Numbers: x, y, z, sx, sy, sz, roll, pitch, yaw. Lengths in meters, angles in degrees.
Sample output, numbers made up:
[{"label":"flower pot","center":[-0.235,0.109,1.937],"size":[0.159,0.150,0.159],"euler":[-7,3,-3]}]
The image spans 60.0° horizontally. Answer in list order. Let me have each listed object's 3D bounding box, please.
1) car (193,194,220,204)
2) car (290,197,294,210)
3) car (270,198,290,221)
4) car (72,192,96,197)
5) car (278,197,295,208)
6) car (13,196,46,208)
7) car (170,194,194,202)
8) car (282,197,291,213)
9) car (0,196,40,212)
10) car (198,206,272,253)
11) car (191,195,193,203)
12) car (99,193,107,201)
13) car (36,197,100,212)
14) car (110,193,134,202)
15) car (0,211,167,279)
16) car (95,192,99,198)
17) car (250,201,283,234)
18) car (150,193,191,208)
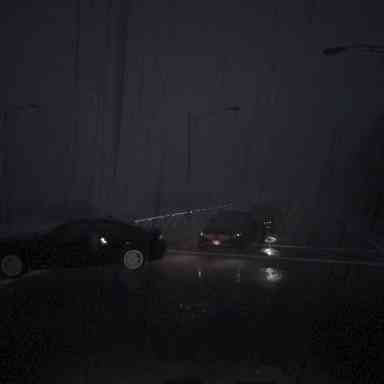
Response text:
[{"label":"car","center":[1.727,1.126,56.763],"size":[5.027,1.636,2.152],"euler":[0,0,19]},{"label":"car","center":[9.830,1.544,36.525],"size":[1.994,1.385,4.181],"euler":[0,0,19]},{"label":"car","center":[5.901,1.475,24.927],"size":[2.128,1.511,4.902],"euler":[0,0,19]},{"label":"car","center":[-18.401,1.249,53.739],"size":[4.514,1.523,2.007],"euler":[0,0,19]},{"label":"car","center":[13.596,1.468,47.653],"size":[2.128,1.511,4.902],"euler":[0,0,19]},{"label":"car","center":[-21.645,1.273,44.288],"size":[3.633,1.501,1.845],"euler":[0,0,19]},{"label":"car","center":[-2.024,1.258,68.675],"size":[4.514,1.523,2.007],"euler":[0,0,19]},{"label":"car","center":[7.785,1.487,30.488],"size":[1.837,1.490,4.892],"euler":[0,0,19]},{"label":"car","center":[-15.079,1.356,29.404],"size":[3.806,1.475,1.970],"euler":[0,0,19]},{"label":"car","center":[1.832,1.514,13.876],"size":[1.812,1.442,4.674],"euler":[0,0,24]},{"label":"car","center":[-2.376,1.053,44.644],"size":[3.866,1.878,1.905],"euler":[0,0,19]},{"label":"car","center":[-20.131,1.014,70.946],"size":[3.866,1.878,1.905],"euler":[0,0,19]},{"label":"car","center":[-9.006,1.356,24.201],"size":[3.633,1.501,1.845],"euler":[0,0,19]},{"label":"car","center":[-13.732,1.046,65.310],"size":[4.605,1.855,1.932],"euler":[0,0,19]},{"label":"car","center":[-3.271,1.475,9.857],"size":[5.008,1.535,1.882],"euler":[0,0,-15]},{"label":"car","center":[-21.776,1.298,67.993],"size":[3.806,1.475,1.970],"euler":[0,0,19]},{"label":"car","center":[3.984,1.490,19.282],"size":[1.837,1.490,4.892],"euler":[0,0,19]},{"label":"car","center":[-2.917,1.074,41.759],"size":[4.605,1.855,1.932],"euler":[0,0,19]}]
